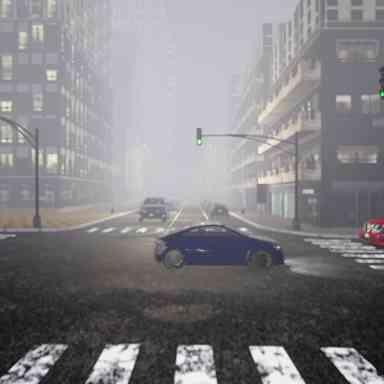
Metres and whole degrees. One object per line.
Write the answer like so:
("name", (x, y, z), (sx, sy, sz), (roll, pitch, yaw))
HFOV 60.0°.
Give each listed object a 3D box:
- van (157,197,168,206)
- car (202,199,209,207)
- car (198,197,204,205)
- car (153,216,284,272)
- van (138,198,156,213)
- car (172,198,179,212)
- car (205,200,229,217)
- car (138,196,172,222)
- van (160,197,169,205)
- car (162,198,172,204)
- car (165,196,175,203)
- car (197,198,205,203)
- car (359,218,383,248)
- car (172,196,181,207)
("van", (-5.803, 1.833, 65.570), (1.690, 1.788, 3.998), (0, 0, 0))
("car", (2.616, 1.865, 42.967), (1.887, 1.381, 4.507), (0, 0, 0))
("car", (2.588, 2.000, 59.930), (2.008, 1.369, 4.403), (0, 0, 0))
("car", (0.847, 1.694, 10.929), (4.181, 1.385, 1.994), (1, 0, -1))
("van", (-5.765, 1.661, 42.954), (1.690, 1.788, 3.998), (0, 0, 0))
("car", (-3.158, 1.895, 44.411), (1.994, 1.385, 4.181), (0, 0, 0))
("car", (2.633, 1.811, 33.000), (1.947, 1.339, 4.313), (0, 0, 0))
("car", (-3.142, 1.429, 28.389), (2.150, 2.045, 5.566), (0, 0, 0))
("van", (-5.812, 1.876, 71.225), (1.690, 1.788, 3.998), (0, 0, 0))
("car", (-5.821, 2.130, 76.877), (2.008, 1.369, 4.403), (0, 0, 0))
("car", (-5.840, 1.982, 88.188), (2.192, 1.841, 5.009), (0, 0, 0))
("car", (2.531, 2.278, 93.854), (1.947, 1.339, 4.313), (0, 0, 0))
("car", (10.192, 1.543, 14.150), (5.566, 2.045, 2.150), (1, 0, -1))
("car", (-3.110, 2.019, 62.899), (2.033, 1.411, 5.357), (0, 0, 0))
